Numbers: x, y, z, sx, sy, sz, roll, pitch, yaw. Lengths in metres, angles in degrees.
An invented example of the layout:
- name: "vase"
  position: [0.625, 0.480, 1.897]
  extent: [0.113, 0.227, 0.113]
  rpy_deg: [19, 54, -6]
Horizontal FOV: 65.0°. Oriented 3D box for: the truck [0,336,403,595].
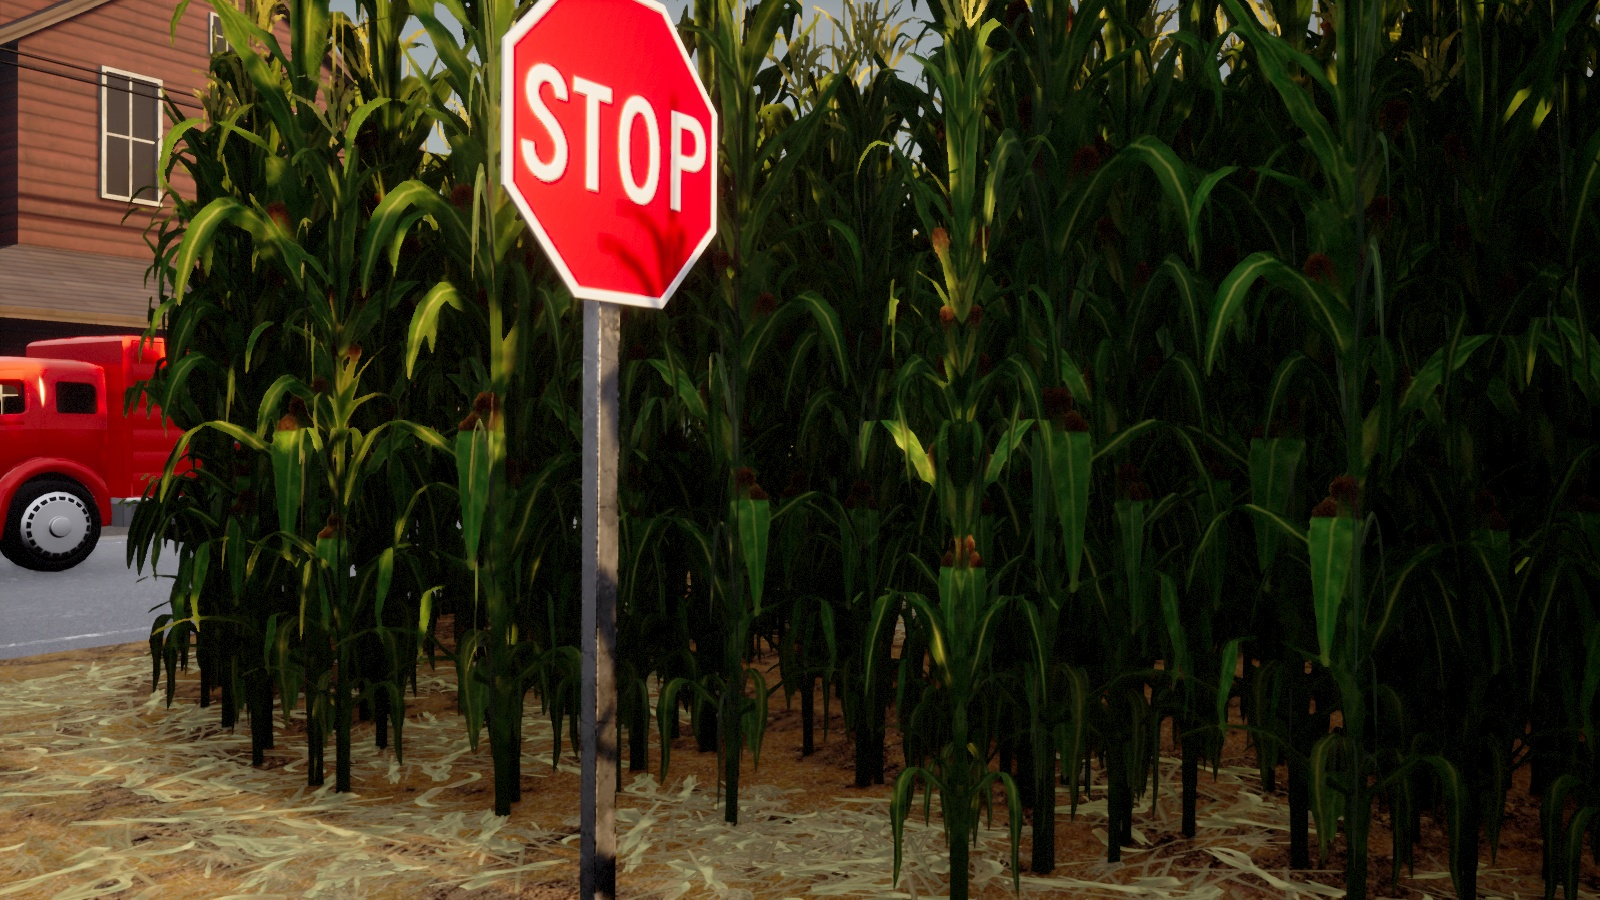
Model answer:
- name: "truck"
  position: [-7.577, 0.115, 14.479]
  extent: [2.627, 2.467, 5.204]
  rpy_deg: [0, 1, 33]
